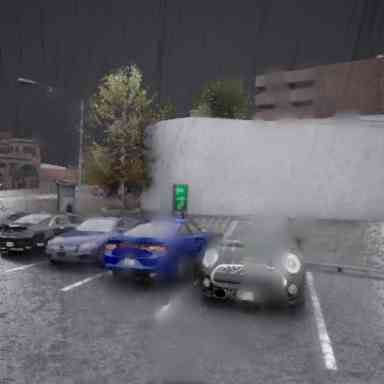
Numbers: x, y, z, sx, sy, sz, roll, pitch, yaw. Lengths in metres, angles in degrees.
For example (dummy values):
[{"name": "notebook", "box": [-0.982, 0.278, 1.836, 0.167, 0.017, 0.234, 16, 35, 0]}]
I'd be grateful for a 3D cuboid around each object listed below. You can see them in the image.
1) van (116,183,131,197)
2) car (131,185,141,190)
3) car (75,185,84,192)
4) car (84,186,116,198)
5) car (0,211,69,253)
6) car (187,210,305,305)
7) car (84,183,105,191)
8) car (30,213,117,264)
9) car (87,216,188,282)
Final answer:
[{"name": "van", "box": [-13.819, -0.130, 60.937, 4.442, 1.987, 1.878, 4, 7, 38]}, {"name": "car", "box": [-11.392, -0.333, 62.593, 5.566, 2.045, 2.435, 4, 7, 38]}, {"name": "car", "box": [-24.741, -0.811, 74.268, 4.792, 1.488, 2.163, 2, 5, 36]}, {"name": "car", "box": [-16.458, 0.260, 59.457, 5.008, 1.535, 2.097, 4, 7, 38]}, {"name": "car", "box": [-5.416, 1.564, 13.639, 2.231, 1.521, 4.892, 0, -1, 18]}, {"name": "car", "box": [1.670, 1.380, 8.336, 2.185, 1.767, 4.553, 0, -1, 17]}, {"name": "car", "box": [-22.297, -1.139, 75.886, 4.553, 1.767, 2.185, 2, 5, 36]}, {"name": "car", "box": [-3.066, 1.583, 11.842, 2.002, 1.452, 4.674, 0, -1, 18]}, {"name": "car", "box": [-0.718, 1.523, 10.057, 2.097, 1.535, 5.008, 0, -1, 17]}]
